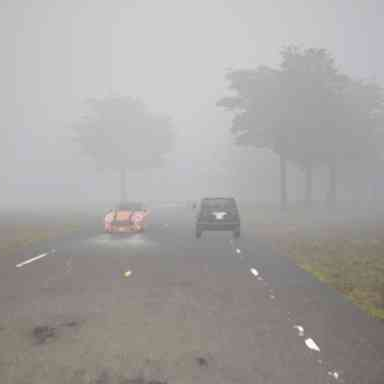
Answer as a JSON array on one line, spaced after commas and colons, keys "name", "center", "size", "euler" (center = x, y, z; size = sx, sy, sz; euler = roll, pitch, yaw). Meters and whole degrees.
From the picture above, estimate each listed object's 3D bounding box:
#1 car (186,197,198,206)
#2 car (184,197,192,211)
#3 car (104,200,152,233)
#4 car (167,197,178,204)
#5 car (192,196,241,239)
[{"name": "car", "center": [-0.007, 1.490, 53.656], "size": [1.895, 1.301, 4.718], "euler": [0, 0, 0]}, {"name": "car", "center": [0.031, 1.474, 39.659], "size": [2.033, 1.411, 5.357], "euler": [0, 0, 0]}, {"name": "car", "center": [-3.601, 1.322, 19.334], "size": [2.097, 1.767, 4.553], "euler": [0, 0, 0]}, {"name": "car", "center": [-3.536, 1.472, 60.273], "size": [1.895, 1.301, 4.718], "euler": [0, 0, 1]}, {"name": "car", "center": [1.223, 1.197, 17.452], "size": [2.150, 2.045, 5.566], "euler": [0, 0, 0]}]
